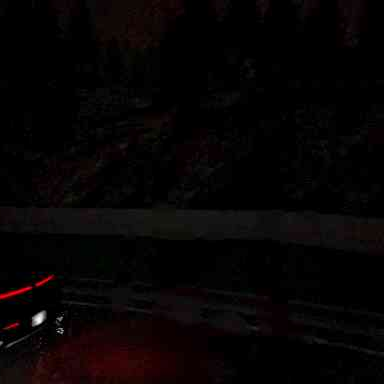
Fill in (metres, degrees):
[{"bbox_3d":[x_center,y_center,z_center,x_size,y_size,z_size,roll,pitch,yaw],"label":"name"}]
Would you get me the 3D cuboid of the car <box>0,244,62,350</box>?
[{"bbox_3d":[-4.405,1.434,4.888,4.892,1.490,1.837,0,0,11],"label":"car"}]
